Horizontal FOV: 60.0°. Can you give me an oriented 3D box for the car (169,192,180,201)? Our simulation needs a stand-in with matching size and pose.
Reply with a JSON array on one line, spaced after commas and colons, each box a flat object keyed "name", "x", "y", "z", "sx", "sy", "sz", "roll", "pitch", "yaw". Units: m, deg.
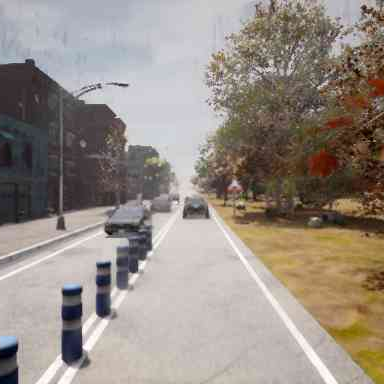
[{"name": "car", "x": -2.714, "y": 0.837, "z": 48.865, "sx": 1.837, "sy": 1.490, "sz": 4.892, "roll": 0, "pitch": 1, "yaw": 1}]

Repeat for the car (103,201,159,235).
[{"name": "car", "x": -3.249, "y": 1.430, "z": 18.072, "sx": 2.033, "sy": 1.411, "sz": 5.357, "roll": 0, "pitch": 0, "yaw": 1}]

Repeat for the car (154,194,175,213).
[{"name": "car", "x": -3.039, "y": 1.260, "z": 33.202, "sx": 1.837, "sy": 1.490, "sz": 4.892, "roll": 0, "pitch": 2, "yaw": 1}]

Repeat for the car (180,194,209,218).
[{"name": "car", "x": 0.332, "y": 1.153, "z": 28.148, "sx": 2.097, "sy": 1.767, "sz": 4.553, "roll": 0, "pitch": 0, "yaw": 1}]

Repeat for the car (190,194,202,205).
[{"name": "car", "x": 0.645, "y": 1.087, "z": 52.222, "sx": 1.837, "sy": 1.490, "sz": 4.892, "roll": 0, "pitch": 1, "yaw": 1}]
